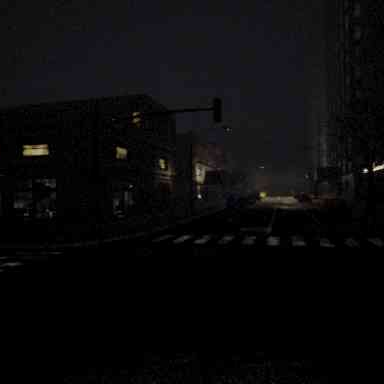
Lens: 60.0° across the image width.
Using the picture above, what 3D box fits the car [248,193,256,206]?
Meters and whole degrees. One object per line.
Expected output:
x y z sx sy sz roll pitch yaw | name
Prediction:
7.708 1.253 47.376 1.802 1.307 4.206 0 0 15 | car

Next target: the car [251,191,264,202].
12.016 0.843 63.407 2.192 1.841 5.009 0 0 15 | car

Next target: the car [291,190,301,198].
25.850 0.506 82.601 2.192 1.841 5.009 0 0 15 | car

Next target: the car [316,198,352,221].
10.050 1.156 23.806 1.967 1.590 4.097 0 0 15 | car

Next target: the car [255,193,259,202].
9.145 1.189 52.720 1.947 1.339 4.313 0 0 15 | car

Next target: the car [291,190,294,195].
24.459 0.763 77.421 1.752 1.417 4.829 0 0 15 | car

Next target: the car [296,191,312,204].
17.277 1.001 50.697 1.752 1.417 4.829 0 0 15 | car

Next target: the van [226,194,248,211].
4.834 1.108 36.685 1.690 1.788 3.998 0 0 15 | van

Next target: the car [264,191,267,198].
17.718 0.864 84.623 1.752 1.417 4.829 0 0 15 | car

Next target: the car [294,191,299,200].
18.713 0.954 56.041 1.752 1.417 4.829 0 0 15 | car

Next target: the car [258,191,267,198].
19.198 0.604 90.130 2.192 1.841 5.009 0 0 15 | car

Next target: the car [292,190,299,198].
21.542 0.879 66.567 1.887 1.381 4.507 0 0 15 | car
